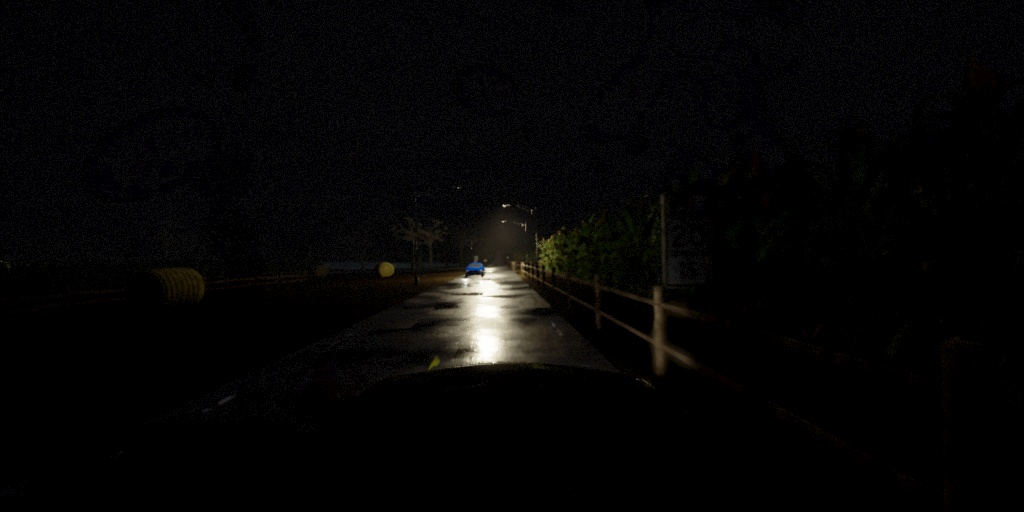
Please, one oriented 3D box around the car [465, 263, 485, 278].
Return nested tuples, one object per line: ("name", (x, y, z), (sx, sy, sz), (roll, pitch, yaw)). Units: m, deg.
("car", (-3.907, 1.483, 38.650), (1.882, 1.535, 5.008), (-1, -1, -2))
